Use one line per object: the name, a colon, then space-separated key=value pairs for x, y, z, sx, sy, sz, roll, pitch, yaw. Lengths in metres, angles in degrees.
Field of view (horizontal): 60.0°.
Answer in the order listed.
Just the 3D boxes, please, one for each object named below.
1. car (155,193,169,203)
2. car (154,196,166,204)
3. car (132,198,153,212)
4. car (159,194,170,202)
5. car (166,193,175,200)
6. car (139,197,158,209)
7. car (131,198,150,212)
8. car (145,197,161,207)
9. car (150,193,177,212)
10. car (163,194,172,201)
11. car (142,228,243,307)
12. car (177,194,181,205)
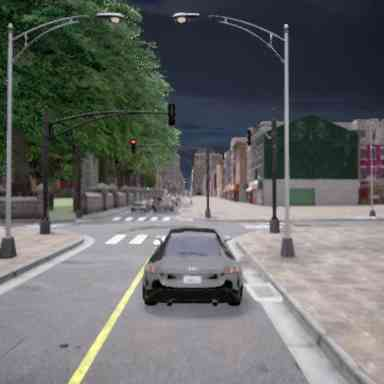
car: x=-5.795 y=1.159 z=65.088 sx=2.192 sy=1.841 sz=5.009 roll=1 pitch=0 yaw=-1
car: x=-5.749 y=1.429 z=59.638 sx=1.802 sy=1.307 sz=4.206 roll=1 pitch=0 yaw=-1
car: x=-5.599 y=1.408 z=38.126 sx=1.752 sy=1.417 sz=4.829 roll=1 pitch=0 yaw=-1
car: x=-5.848 y=1.284 z=70.538 sx=1.967 sy=1.590 sz=4.097 roll=1 pitch=0 yaw=-1
car: x=-6.050 y=1.181 z=92.339 sx=2.192 sy=1.841 sz=5.009 roll=1 pitch=0 yaw=-1
car: x=-5.596 y=1.422 z=43.288 sx=2.008 sy=1.369 sz=4.403 roll=1 pitch=0 yaw=-1
car: x=-5.557 y=1.438 z=36.153 sx=2.008 sy=1.369 sz=4.403 roll=1 pitch=0 yaw=-1
car: x=-5.647 y=1.427 z=48.738 sx=1.947 sy=1.339 sz=4.313 roll=1 pitch=0 yaw=-1
car: x=-2.999 y=1.241 z=36.001 sx=2.097 sy=1.767 sz=4.553 roll=0 pitch=0 yaw=0
car: x=-5.951 y=1.290 z=81.438 sx=1.967 sy=1.590 sz=4.097 roll=1 pitch=0 yaw=-1
car: x=0.025 y=1.535 z=7.986 sx=1.994 sy=1.385 sz=4.181 roll=0 pitch=0 yaw=1
car: x=-3.123 y=1.382 z=51.324 sx=1.812 sy=1.442 sz=4.674 roll=0 pitch=0 yaw=0
